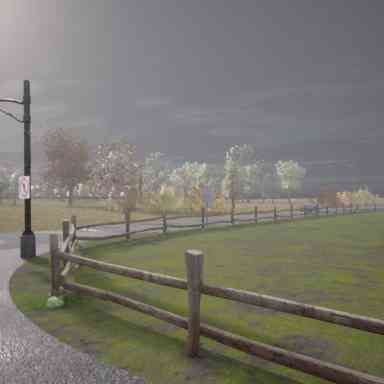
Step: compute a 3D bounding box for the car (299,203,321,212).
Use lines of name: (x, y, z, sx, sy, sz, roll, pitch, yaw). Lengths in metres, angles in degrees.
car: (18.928, 2.449, 52.965, 2.033, 1.411, 5.357, -1, -2, 40)
